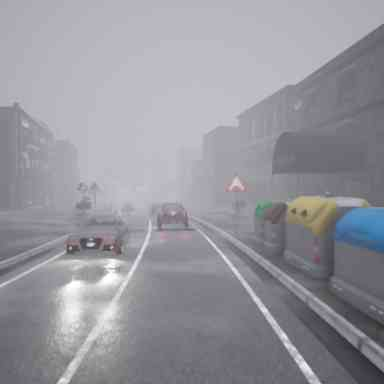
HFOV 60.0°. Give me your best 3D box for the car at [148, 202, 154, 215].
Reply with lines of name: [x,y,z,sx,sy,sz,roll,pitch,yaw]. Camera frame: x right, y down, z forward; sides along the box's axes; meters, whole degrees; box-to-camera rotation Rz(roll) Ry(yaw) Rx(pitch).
car: [-4.152,1.938,40.268,1.837,1.490,4.892,0,-1,-11]

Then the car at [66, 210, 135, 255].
car: [-3.678,1.651,13.608,1.994,1.385,4.181,0,0,-4]

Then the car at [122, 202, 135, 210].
car: [-10.404,2.381,54.460,2.097,1.767,4.553,0,-2,-12]

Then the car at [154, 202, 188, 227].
car: [-1.529,1.496,24.423,2.097,1.767,4.553,0,0,-7]
